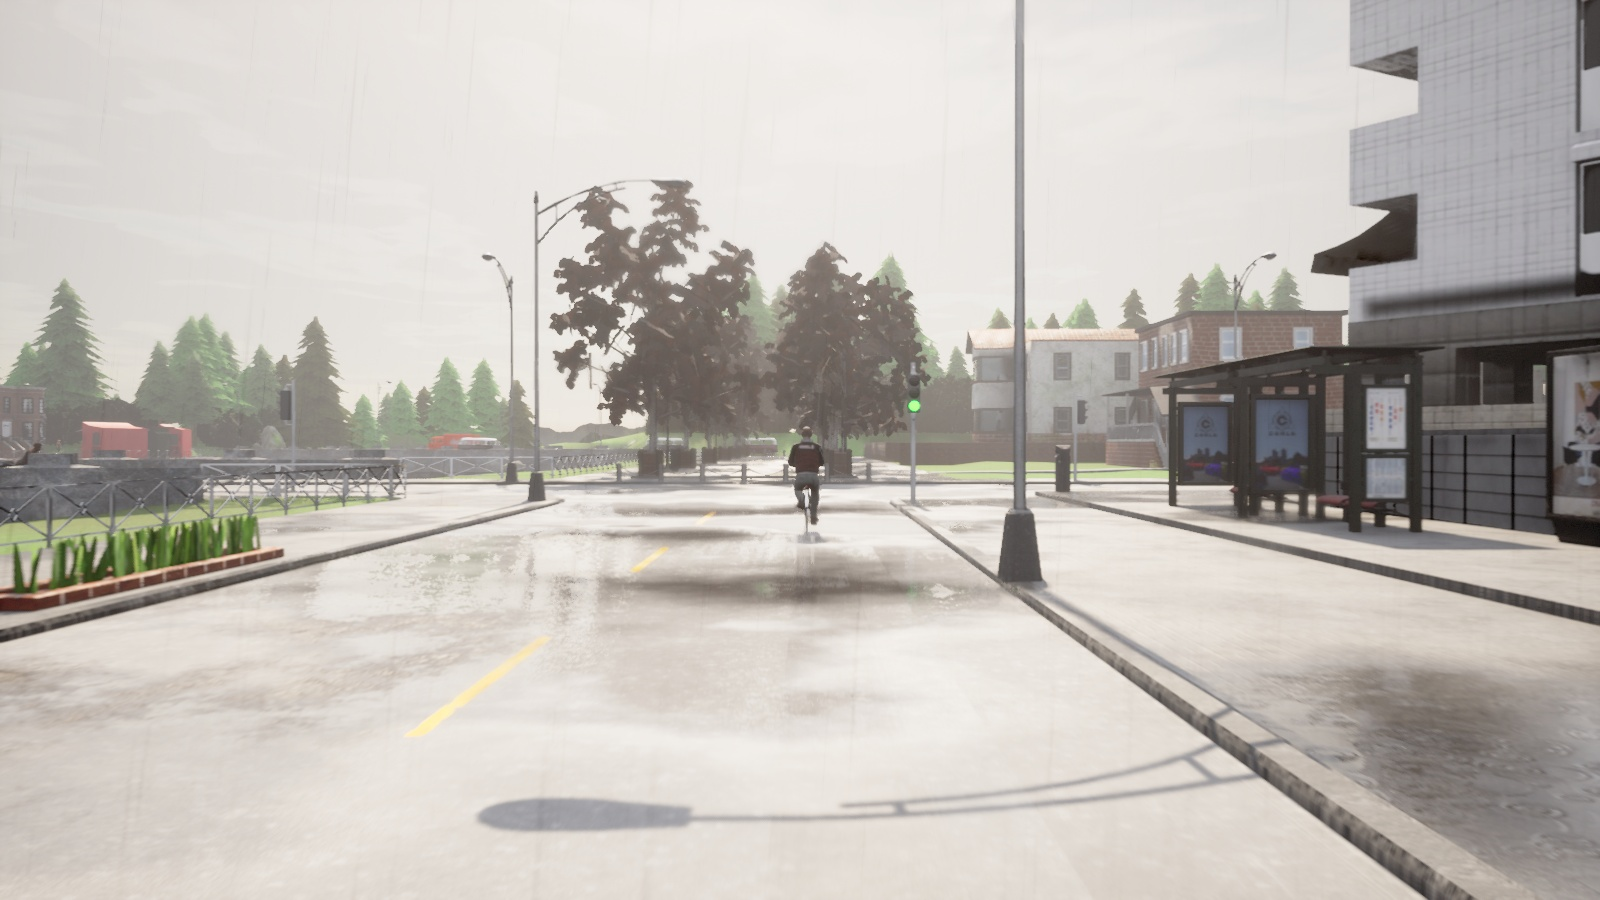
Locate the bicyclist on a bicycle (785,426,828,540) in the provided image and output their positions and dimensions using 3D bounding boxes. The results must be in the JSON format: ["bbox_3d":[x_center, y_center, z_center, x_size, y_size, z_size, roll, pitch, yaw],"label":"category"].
[{"bbox_3d":[0.115,0.502,20.509,0.659,1.776,1.843,0,0,1],"label":"bicyclist on a bicycle"}]
